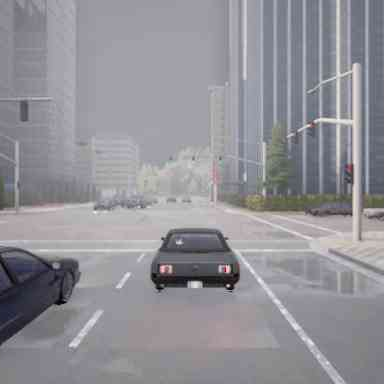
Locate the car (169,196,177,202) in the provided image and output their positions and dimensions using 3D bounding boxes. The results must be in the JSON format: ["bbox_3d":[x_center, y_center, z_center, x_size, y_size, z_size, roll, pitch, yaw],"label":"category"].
[{"bbox_3d":[-4.840,1.763,84.601,1.812,1.442,4.674,0,0,-1],"label":"car"}]

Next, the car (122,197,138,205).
[{"bbox_3d":[-11.565,1.668,62.500,2.128,1.511,4.902,0,0,-1],"label":"car"}]

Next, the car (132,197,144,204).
[{"bbox_3d":[-11.659,1.750,72.479,1.994,1.385,4.181,0,0,-1],"label":"car"}]

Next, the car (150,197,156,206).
[{"bbox_3d":[-8.020,1.515,57.815,2.097,1.767,4.553,0,0,-1],"label":"car"}]

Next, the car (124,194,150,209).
[{"bbox_3d":[-7.896,1.357,48.065,2.150,2.045,5.566,0,0,-1],"label":"car"}]

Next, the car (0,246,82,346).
[{"bbox_3d":[-3.432,1.562,5.085,2.033,1.411,5.357,0,0,0],"label":"car"}]

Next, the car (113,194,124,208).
[{"bbox_3d":[-11.451,1.370,52.553,2.150,2.045,5.566,0,0,-1],"label":"car"}]

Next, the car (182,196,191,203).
[{"bbox_3d":[-1.188,1.765,74.892,1.994,1.385,4.181,0,0,-1],"label":"car"}]

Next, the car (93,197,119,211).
[{"bbox_3d":[-11.319,1.686,43.219,1.994,1.385,4.181,0,0,-1],"label":"car"}]

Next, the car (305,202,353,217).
[{"bbox_3d":[13.600,1.636,31.448,5.357,1.411,2.033,0,0,-3],"label":"car"}]

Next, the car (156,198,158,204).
[{"bbox_3d":[-8.092,1.755,67.860,1.994,1.385,4.181,0,0,0],"label":"car"}]

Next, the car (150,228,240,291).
[{"bbox_3d":[0.073,1.627,9.070,1.895,1.301,4.718,0,0,0],"label":"car"}]

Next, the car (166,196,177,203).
[{"bbox_3d":[-4.679,1.710,74.433,1.837,1.490,4.892,0,0,-1],"label":"car"}]

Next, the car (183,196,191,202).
[{"bbox_3d":[-1.340,1.779,84.667,2.033,1.411,5.357,0,0,-1],"label":"car"}]

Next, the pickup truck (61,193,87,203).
[{"bbox_3d":[-24.731,1.254,69.118,2.390,2.098,6.274,0,0,30],"label":"pickup truck"}]

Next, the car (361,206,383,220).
[{"bbox_3d":[16.953,1.680,27.939,4.718,1.301,1.895,0,0,0],"label":"car"}]
